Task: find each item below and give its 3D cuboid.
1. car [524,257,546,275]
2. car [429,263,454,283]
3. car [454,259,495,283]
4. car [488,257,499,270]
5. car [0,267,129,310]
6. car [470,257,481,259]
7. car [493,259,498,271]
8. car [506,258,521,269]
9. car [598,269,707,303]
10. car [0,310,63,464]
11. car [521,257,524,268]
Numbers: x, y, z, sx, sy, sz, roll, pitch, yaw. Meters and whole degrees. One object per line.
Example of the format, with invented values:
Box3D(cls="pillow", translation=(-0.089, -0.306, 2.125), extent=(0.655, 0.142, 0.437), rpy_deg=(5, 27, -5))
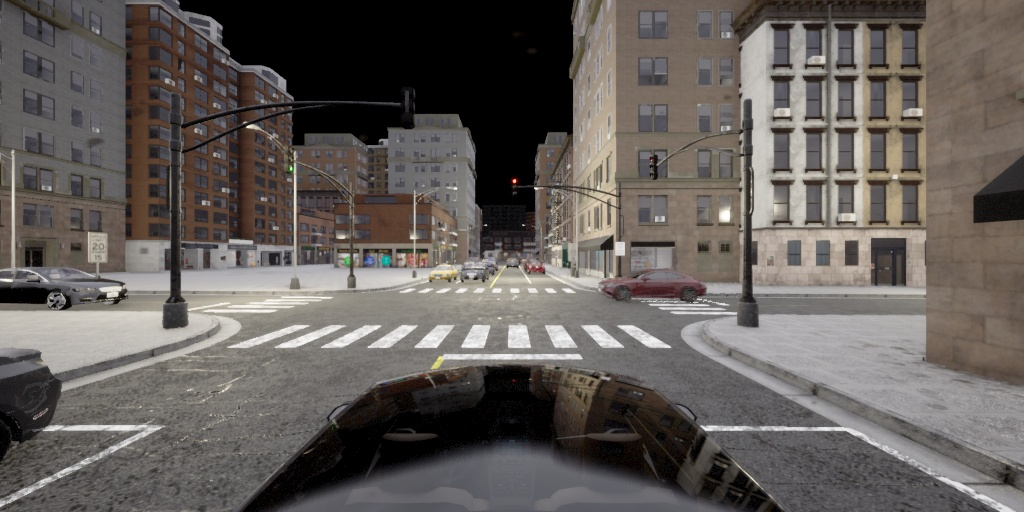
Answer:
Box3D(cls="car", translation=(2.641, 1.191, 39.890), extent=(1.967, 1.591, 4.097), rpy_deg=(0, 0, 0))
Box3D(cls="car", translation=(-5.385, 1.276, 28.397), extent=(1.751, 1.417, 4.829), rpy_deg=(0, 0, 0))
Box3D(cls="car", translation=(-2.833, 1.242, 28.219), extent=(2.128, 1.511, 4.902), rpy_deg=(0, 0, 2))
Box3D(cls="car", translation=(-2.832, 1.278, 48.195), extent=(1.812, 1.442, 4.674), rpy_deg=(0, 0, 0))
Box3D(cls="car", translation=(-17.281, 1.162, 13.387), extent=(4.902, 1.511, 2.128), rpy_deg=(0, 0, 2))
Box3D(cls="car", translation=(-5.383, 1.067, 51.215), extent=(2.192, 1.841, 5.009), rpy_deg=(0, 0, 0))
Box3D(cls="car", translation=(-2.841, 1.315, 38.120), extent=(1.994, 1.385, 4.181), rpy_deg=(0, 0, 0))
Box3D(cls="car", translation=(0.100, 1.317, 58.619), extent=(1.994, 1.385, 4.181), rpy_deg=(0, 0, 1))
Box3D(cls="car", translation=(6.335, 1.310, 16.346), extent=(4.674, 1.442, 1.812), rpy_deg=(1, 0, 0))
Box3D(cls="car", translation=(-5.388, 1.300, 1.721), extent=(2.007, 1.370, 4.403), rpy_deg=(0, 0, 0))
Box3D(cls="car", translation=(2.642, 1.066, 45.552), extent=(2.192, 1.841, 5.009), rpy_deg=(0, 0, 0))
